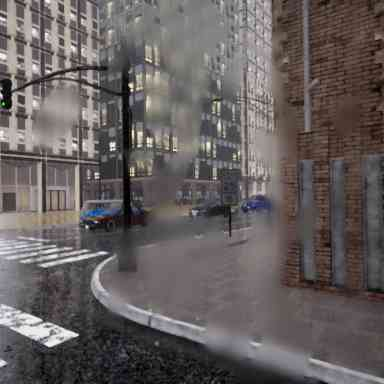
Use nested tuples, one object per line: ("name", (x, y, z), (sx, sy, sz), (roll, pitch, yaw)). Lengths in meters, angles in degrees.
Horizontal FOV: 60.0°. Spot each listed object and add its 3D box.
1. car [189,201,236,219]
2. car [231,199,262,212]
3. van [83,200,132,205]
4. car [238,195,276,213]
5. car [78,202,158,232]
("car", (1.636, 1.573, 29.603), (2.128, 1.511, 4.902), (-1, -1, 36))
("car", (6.871, 1.683, 41.360), (1.752, 1.417, 4.829), (-2, -1, 36))
("van", (-5.963, 1.455, 23.450), (1.690, 1.788, 3.998), (-1, -1, 36))
("car", (7.728, 1.324, 38.097), (2.150, 2.045, 5.566), (-1, -1, 36))
("car", (-4.446, 1.609, 21.115), (2.033, 1.411, 5.357), (-1, -1, 36))
